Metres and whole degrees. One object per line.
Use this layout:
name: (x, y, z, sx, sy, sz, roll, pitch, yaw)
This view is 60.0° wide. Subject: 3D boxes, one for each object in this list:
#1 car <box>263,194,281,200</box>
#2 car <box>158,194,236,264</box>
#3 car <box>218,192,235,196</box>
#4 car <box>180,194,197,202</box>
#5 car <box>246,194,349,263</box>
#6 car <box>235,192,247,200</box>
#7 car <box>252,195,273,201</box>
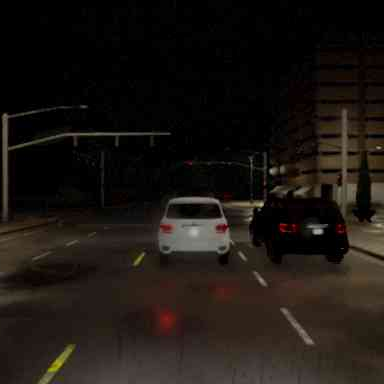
car: (21.882, 1.404, 90.758, 4.674, 1.442, 1.812, 0, 0, -22)
car: (0.059, 1.203, 11.960, 2.150, 2.045, 5.566, 0, 0, 0)
car: (7.818, 1.111, 85.028, 2.150, 2.045, 5.566, 0, 0, 42)
car: (-0.707, 1.260, 71.693, 2.097, 1.767, 4.553, 0, 0, 20)
car: (3.555, 1.204, 12.011, 2.150, 2.045, 5.566, 0, 0, 1)
car: (13.113, 1.112, 85.244, 5.566, 2.045, 2.150, 0, 0, -41)
car: (17.902, 1.428, 84.492, 5.357, 1.411, 2.033, 0, 0, -33)
